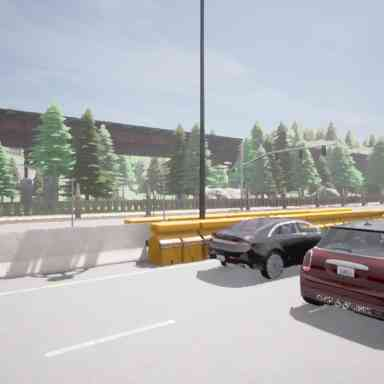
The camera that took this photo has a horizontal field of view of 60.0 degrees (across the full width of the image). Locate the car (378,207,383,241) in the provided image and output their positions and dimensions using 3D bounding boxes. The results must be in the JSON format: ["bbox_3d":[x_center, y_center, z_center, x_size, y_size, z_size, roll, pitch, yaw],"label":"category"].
[{"bbox_3d":[11.309,1.492,16.119,4.902,1.511,2.128,0,0,-36],"label":"car"}]

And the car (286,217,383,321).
[{"bbox_3d":[4.310,1.352,6.825,4.553,1.767,2.097,0,0,-36],"label":"car"}]

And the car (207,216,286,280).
[{"bbox_3d":[2.712,1.490,9.982,4.902,1.511,2.128,0,0,-36],"label":"car"}]
